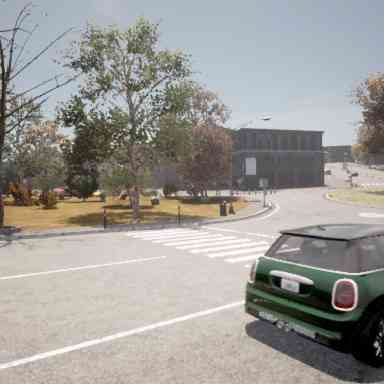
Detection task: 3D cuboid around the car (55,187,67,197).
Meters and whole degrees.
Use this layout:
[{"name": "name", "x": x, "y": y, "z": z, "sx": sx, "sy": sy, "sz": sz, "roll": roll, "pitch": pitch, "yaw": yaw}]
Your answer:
[{"name": "car", "x": -26.237, "y": 0.062, "z": 69.101, "sx": 2.435, "sy": 2.045, "sz": 5.566, "roll": 0, "pitch": 2, "yaw": 17}]

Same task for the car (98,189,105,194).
[{"name": "car", "x": -14.385, "y": 0.125, "z": 60.128, "sx": 2.185, "sy": 1.767, "sz": 4.553, "roll": -2, "pitch": 2, "yaw": 16}]

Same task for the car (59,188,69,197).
[{"name": "car", "x": -23.874, "y": 0.351, "z": 67.296, "sx": 2.163, "sy": 1.488, "sz": 4.792, "roll": -1, "pitch": 2, "yaw": 17}]

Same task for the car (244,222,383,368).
[{"name": "car", "x": 3.125, "y": 1.339, "z": 5.981, "sx": 4.553, "sy": 1.767, "sz": 2.097, "roll": 0, "pitch": 0, "yaw": -36}]

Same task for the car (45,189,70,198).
[{"name": "car", "x": -28.584, "y": 0.294, "z": 70.958, "sx": 2.231, "sy": 1.521, "sz": 4.892, "roll": -1, "pitch": 2, "yaw": 18}]

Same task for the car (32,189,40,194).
[{"name": "car", "x": -33.267, "y": 0.102, "z": 74.605, "sx": 2.185, "sy": 1.767, "sz": 4.553, "roll": 0, "pitch": 2, "yaw": 18}]

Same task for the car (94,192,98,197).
[{"name": "car", "x": -16.798, "y": 0.287, "z": 61.753, "sx": 1.946, "sy": 1.575, "sz": 5.366, "roll": -1, "pitch": 2, "yaw": 17}]

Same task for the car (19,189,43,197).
[{"name": "car", "x": -37.888, "y": 0.151, "z": 78.348, "sx": 2.097, "sy": 1.535, "sz": 5.008, "roll": 0, "pitch": 3, "yaw": 19}]

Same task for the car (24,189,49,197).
[{"name": "car", "x": -35.633, "y": 0.194, "z": 76.308, "sx": 1.946, "sy": 1.575, "sz": 5.366, "roll": 0, "pitch": 3, "yaw": 18}]

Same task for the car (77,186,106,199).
[{"name": "car", "x": -19.138, "y": 0.054, "z": 63.744, "sx": 2.435, "sy": 2.045, "sz": 5.566, "roll": -2, "pitch": 2, "yaw": 17}]
